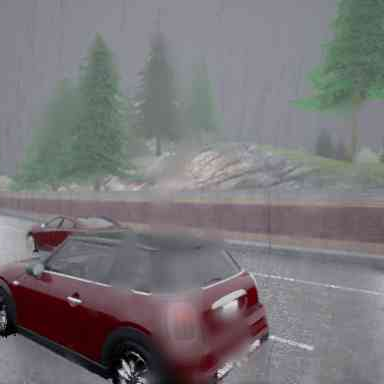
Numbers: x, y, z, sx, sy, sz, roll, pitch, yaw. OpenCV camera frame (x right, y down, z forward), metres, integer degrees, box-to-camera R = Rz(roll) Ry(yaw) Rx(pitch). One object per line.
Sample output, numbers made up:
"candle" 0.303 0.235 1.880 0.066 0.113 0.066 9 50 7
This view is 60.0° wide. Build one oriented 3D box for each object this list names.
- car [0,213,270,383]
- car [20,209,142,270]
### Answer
"car" -1.234 1.367 5.120 4.553 1.767 2.097 0 0 38
"car" -4.173 1.516 12.046 5.008 1.535 1.882 0 0 41
